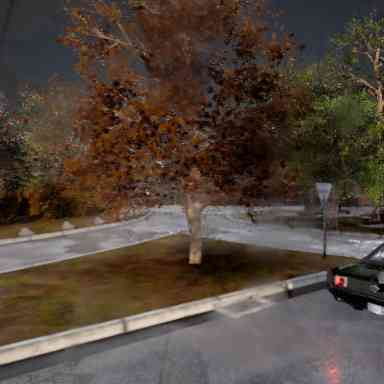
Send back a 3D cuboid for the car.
[{"bbox_3d":[4.881,1.618,6.513,4.718,1.301,1.895,0,0,-31],"label":"car"}]
